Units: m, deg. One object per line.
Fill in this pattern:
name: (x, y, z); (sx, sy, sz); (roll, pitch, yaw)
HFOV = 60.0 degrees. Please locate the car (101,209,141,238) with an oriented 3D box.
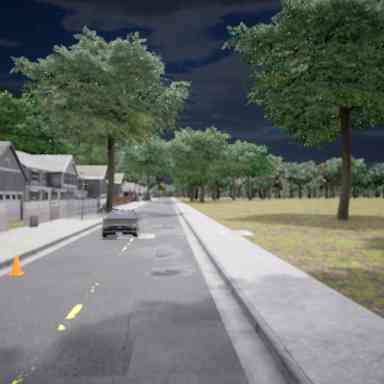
car: (-3.899, 1.669, 18.810); (2.033, 1.411, 5.357); (0, 0, -8)

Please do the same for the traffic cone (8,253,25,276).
traffic cone: (-4.939, 2.018, 9.365); (0.340, 0.580, 0.340); (0, 0, -4)
